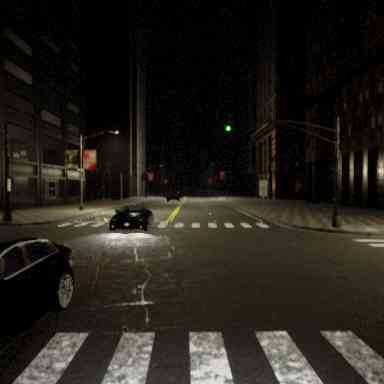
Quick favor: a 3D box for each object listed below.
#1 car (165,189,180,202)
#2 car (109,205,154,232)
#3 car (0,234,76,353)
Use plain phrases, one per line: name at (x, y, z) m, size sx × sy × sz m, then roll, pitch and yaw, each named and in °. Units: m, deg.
car at (-3.231, 0.678, 58.026) m, size 2.150 × 2.045 × 5.566 m, roll 0°, pitch 1°, yaw 0°
car at (-3.240, 1.415, 18.537) m, size 1.994 × 1.385 × 4.181 m, roll 1°, pitch 0°, yaw 0°
car at (-3.248, 1.461, 4.797) m, size 2.128 × 1.511 × 4.902 m, roll 0°, pitch 0°, yaw 0°
